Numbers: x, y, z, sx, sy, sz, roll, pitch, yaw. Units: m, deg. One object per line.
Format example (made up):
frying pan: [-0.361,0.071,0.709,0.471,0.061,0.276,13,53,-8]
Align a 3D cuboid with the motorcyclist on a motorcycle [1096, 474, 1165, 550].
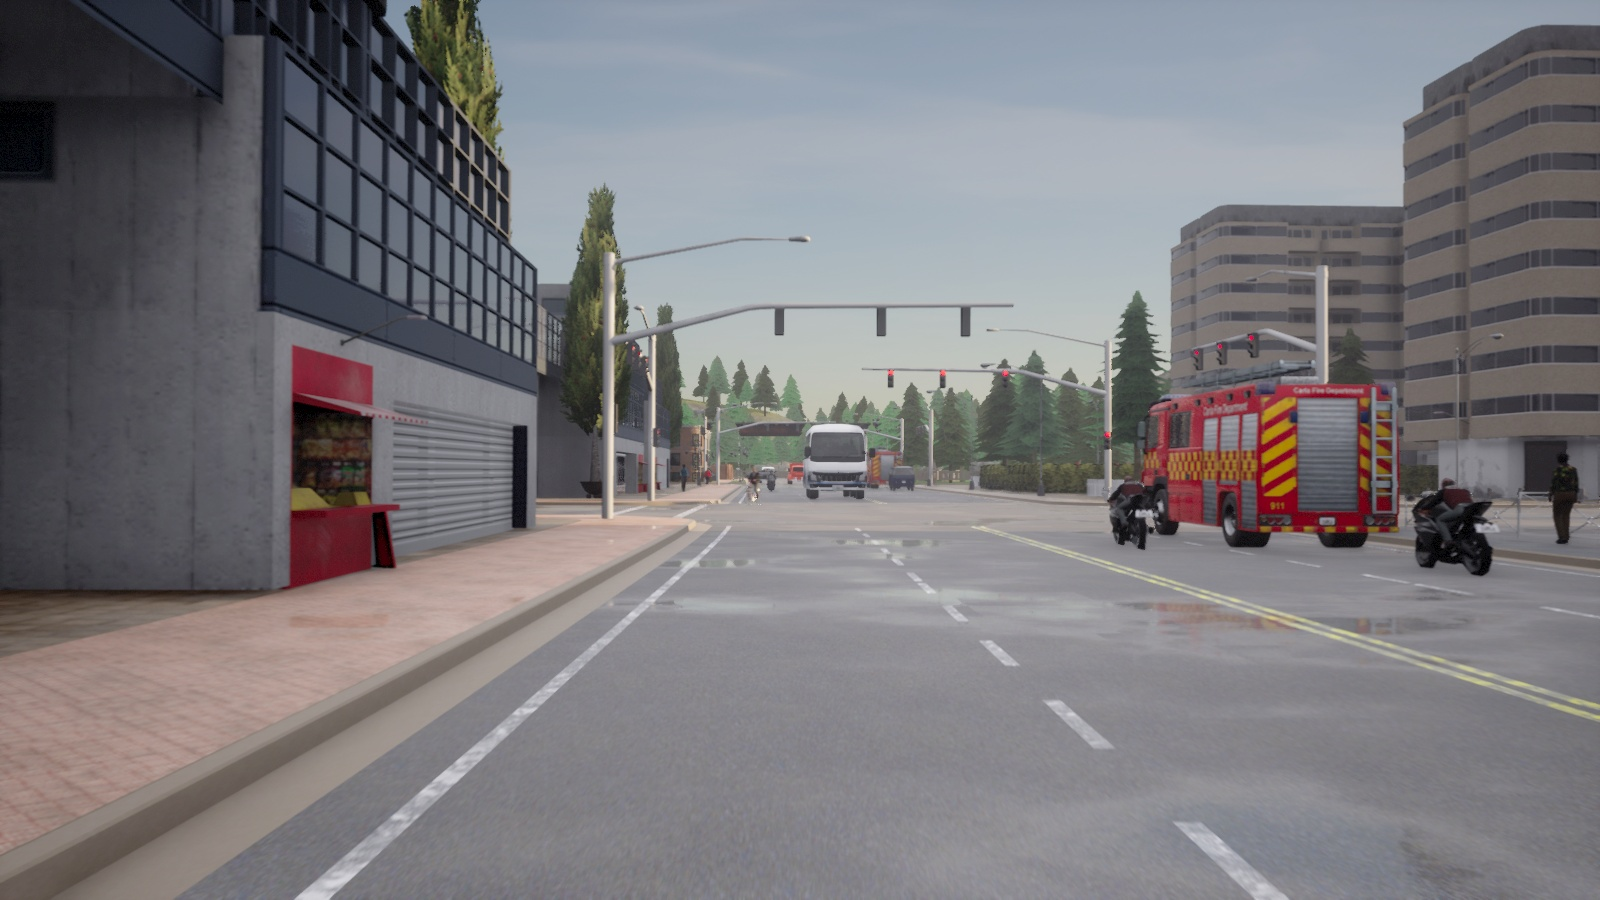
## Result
motorcyclist on a motorcycle: [6.924,1.264,26.421,0.866,1.530,2.191,0,-1,0]

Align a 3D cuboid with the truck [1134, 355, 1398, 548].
truck: [10.390,0.097,29.182,2.891,3.827,8.468,0,-1,-1]

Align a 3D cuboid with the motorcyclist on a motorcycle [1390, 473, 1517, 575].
motorcyclist on a motorcycle: [10.451,1.146,20.191,0.866,1.530,2.191,0,-1,0]

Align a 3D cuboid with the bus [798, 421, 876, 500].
bus: [1.978,0.655,73.150,3.944,4.253,10.273,0,-1,-2]

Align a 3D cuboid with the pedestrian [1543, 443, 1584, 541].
pedestrian: [15.278,0.833,25.142,0.395,1.930,0.692,0,-1,4]
